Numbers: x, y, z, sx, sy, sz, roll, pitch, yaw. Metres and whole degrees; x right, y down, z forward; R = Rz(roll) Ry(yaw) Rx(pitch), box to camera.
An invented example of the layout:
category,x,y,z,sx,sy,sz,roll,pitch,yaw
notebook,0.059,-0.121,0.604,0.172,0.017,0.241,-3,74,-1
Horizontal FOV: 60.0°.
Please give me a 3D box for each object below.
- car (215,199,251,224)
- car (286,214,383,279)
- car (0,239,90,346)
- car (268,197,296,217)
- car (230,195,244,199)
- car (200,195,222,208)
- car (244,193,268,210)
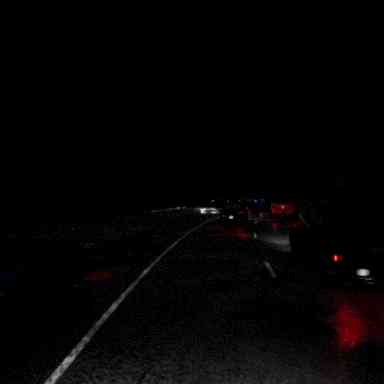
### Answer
category,x,y,z,sx,sy,sz,roll,pitch,yaw
car,3.090,1.483,24.208,1.812,1.442,4.674,0,0,13
car,4.245,1.591,10.027,1.895,1.301,4.718,0,0,6
car,-3.351,1.527,5.334,2.033,1.411,5.357,0,0,3
car,8.320,1.317,30.334,2.097,1.767,4.553,0,0,16
car,6.316,1.268,45.841,2.097,1.767,4.553,0,0,24
car,2.805,1.248,46.485,2.097,1.767,4.553,0,0,23
car,8.427,1.161,41.398,2.150,2.045,5.566,0,0,21
